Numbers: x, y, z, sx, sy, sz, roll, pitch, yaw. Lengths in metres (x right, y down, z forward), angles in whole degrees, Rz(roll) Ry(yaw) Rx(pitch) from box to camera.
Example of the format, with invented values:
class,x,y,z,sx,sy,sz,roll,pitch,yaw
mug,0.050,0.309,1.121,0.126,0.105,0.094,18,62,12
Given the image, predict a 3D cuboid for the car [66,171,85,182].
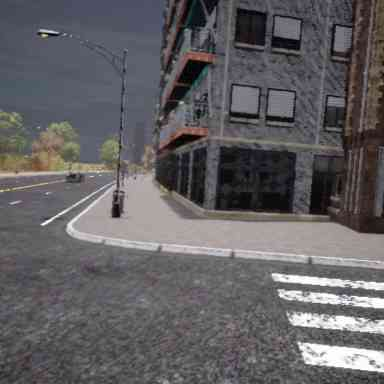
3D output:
class,x,y,z,sx,sy,sz,roll,pitch,yaw
car,-16.003,-2.169,45.747,2.128,1.511,4.902,3,3,-9
